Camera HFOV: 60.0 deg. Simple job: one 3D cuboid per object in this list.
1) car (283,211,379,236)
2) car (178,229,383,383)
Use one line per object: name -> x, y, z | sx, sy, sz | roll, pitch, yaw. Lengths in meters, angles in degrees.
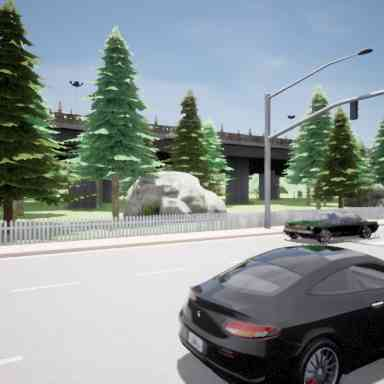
car -> 6.553, 1.598, 15.674 | 4.718, 1.301, 1.895 | 0, 0, -30
car -> 2.053, 1.525, 4.895 | 4.674, 1.442, 1.812 | 0, 0, -29
